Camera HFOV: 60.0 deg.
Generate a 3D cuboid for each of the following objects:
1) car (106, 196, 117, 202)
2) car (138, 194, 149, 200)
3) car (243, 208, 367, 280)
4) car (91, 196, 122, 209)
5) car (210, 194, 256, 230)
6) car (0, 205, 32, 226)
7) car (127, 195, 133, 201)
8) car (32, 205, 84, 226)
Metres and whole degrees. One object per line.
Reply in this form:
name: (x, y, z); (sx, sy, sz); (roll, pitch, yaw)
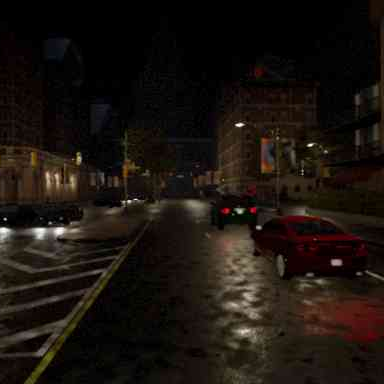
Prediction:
car: (-19.425, 1.610, 80.390); (1.895, 1.301, 4.718); (0, 0, -4)
car: (-13.106, 1.507, 87.922); (1.994, 1.385, 4.181); (0, 0, -3)
car: (3.087, 1.437, 9.912); (1.882, 1.535, 5.008); (0, 0, -4)
car: (-12.042, 1.367, 46.626); (4.553, 1.767, 2.097); (0, 0, 34)
car: (2.455, 1.168, 20.667); (2.150, 2.045, 5.566); (0, 0, -3)
car: (-12.870, 1.662, 24.085); (2.033, 1.411, 5.357); (0, 0, -3)
car: (-16.600, 1.507, 87.713); (2.128, 1.511, 4.902); (0, 0, -3)
car: (-9.376, 1.635, 24.290); (2.033, 1.411, 5.357); (0, 0, -3)
